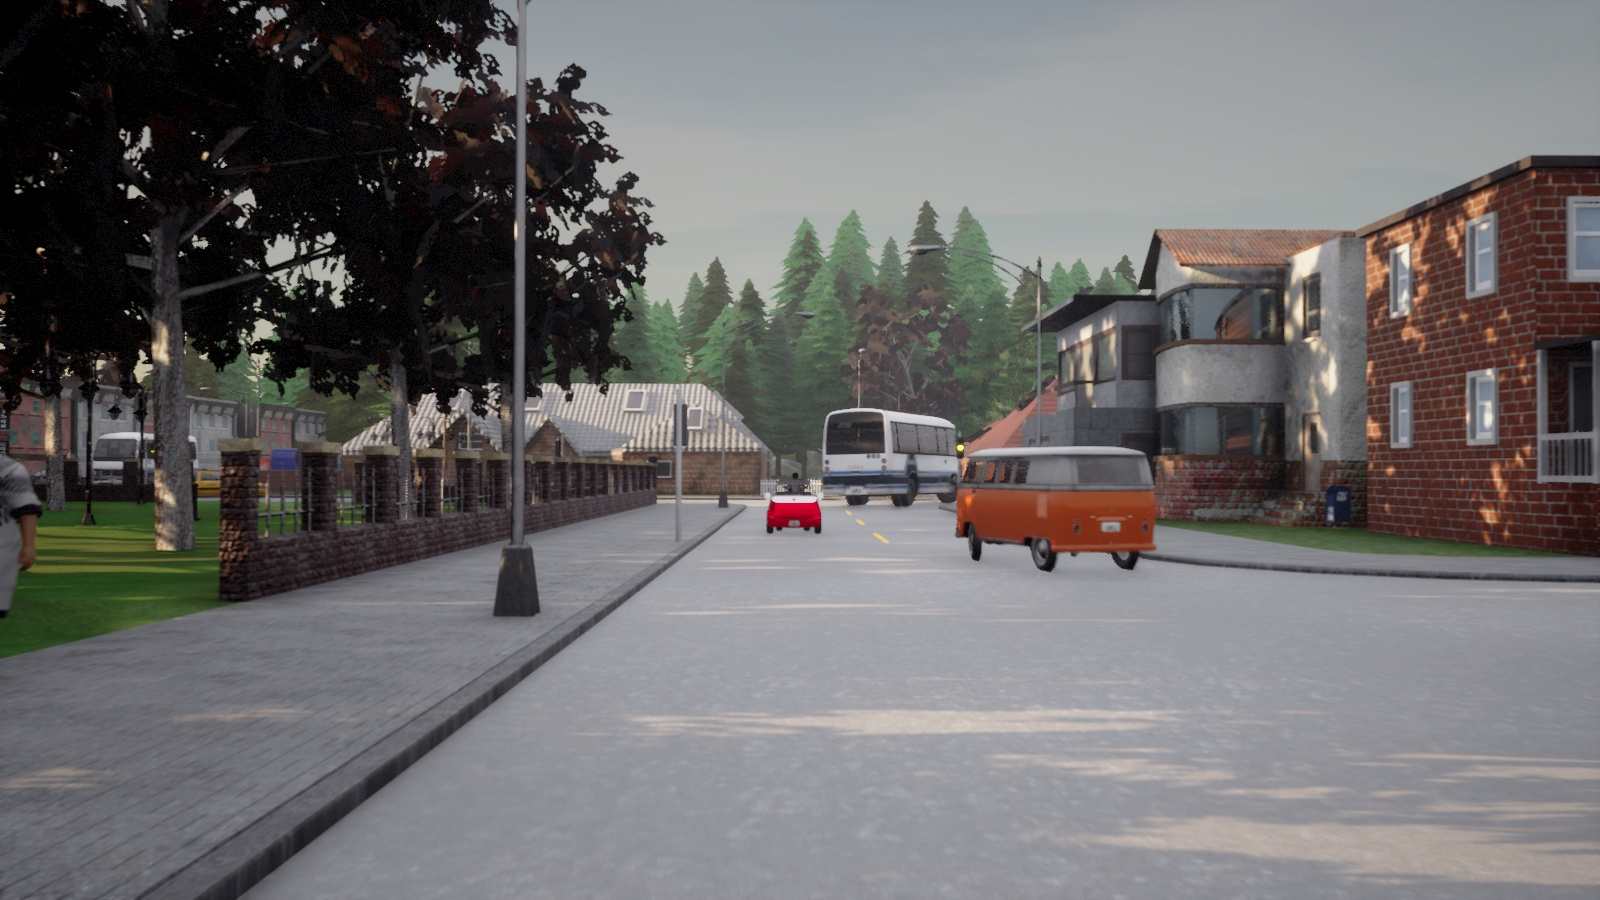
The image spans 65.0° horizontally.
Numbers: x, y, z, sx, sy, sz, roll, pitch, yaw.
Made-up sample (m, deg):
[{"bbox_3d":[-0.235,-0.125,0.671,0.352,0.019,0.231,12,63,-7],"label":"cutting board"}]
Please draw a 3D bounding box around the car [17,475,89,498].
[{"bbox_3d":[-49.586,2.415,83.461,1.837,1.490,4.892,0,-1,0],"label":"car"}]

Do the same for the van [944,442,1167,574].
[{"bbox_3d":[4.158,0.906,21.250,1.775,1.987,4.442,0,-1,-17],"label":"van"}]

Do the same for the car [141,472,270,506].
[{"bbox_3d":[-28.882,1.892,61.126,5.366,1.575,1.801,0,-1,-2],"label":"car"}]

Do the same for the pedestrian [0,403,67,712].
[{"bbox_3d":[-5.385,0.683,8.216,0.659,1.952,0.873,0,-1,0],"label":"pedestrian"}]

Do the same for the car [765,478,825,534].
[{"bbox_3d":[-0.148,1.407,32.087,1.481,1.376,2.207,0,-1,-1],"label":"car"}]

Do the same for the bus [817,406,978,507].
[{"bbox_3d":[4.823,0.409,59.141,3.944,4.253,10.273,-2,-2,26],"label":"bus"}]
